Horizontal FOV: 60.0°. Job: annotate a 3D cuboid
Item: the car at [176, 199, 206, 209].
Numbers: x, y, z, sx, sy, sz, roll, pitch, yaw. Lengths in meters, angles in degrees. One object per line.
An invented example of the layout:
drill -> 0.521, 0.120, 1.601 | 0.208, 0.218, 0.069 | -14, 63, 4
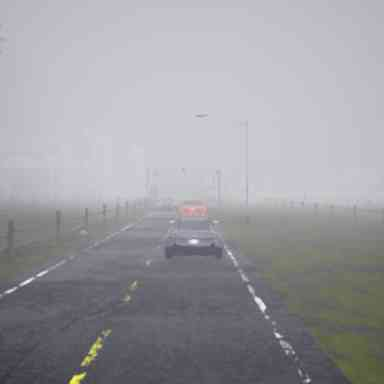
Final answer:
car -> 0.072, 1.350, 27.272 | 2.097, 1.767, 4.553 | 0, 0, 0

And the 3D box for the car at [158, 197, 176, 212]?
car -> -2.813, 1.352, 39.220 | 2.097, 1.767, 4.553 | 0, 0, 0

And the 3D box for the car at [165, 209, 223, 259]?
car -> 0.072, 1.563, 12.677 | 1.994, 1.385, 4.181 | 0, 0, 0
